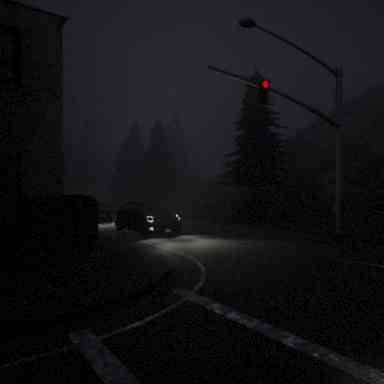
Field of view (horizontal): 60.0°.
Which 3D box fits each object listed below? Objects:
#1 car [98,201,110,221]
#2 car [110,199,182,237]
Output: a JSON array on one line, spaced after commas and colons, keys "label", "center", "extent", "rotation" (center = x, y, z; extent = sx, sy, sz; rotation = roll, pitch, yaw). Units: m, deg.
[{"label": "car", "center": [-7.566, 1.437, 25.339], "extent": [1.837, 1.490, 4.892], "rotation": [-1, 0, -35]}, {"label": "car", "center": [-2.422, 1.286, 17.917], "extent": [2.097, 1.767, 4.553], "rotation": [-1, 0, -35]}]
